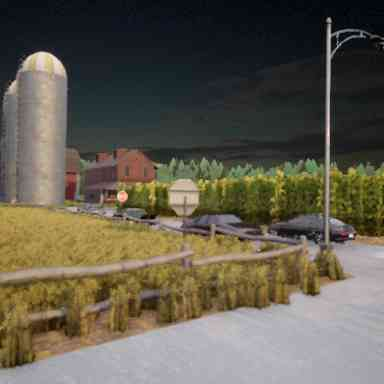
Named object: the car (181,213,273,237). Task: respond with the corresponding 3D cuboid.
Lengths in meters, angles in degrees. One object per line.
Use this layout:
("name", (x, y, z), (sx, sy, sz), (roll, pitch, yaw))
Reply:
("car", (1.502, 1.881, 18.031), (2.033, 1.411, 5.357), (1, -1, -36))

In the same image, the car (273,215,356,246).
("car", (6.065, 1.897, 17.345), (1.812, 1.442, 4.674), (1, -1, -36))

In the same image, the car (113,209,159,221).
("car", (-4.462, 1.993, 26.308), (1.895, 1.301, 4.718), (1, -1, -36))

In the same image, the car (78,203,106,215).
("car", (-10.512, 1.902, 34.771), (2.128, 1.511, 4.902), (1, -1, -35))
